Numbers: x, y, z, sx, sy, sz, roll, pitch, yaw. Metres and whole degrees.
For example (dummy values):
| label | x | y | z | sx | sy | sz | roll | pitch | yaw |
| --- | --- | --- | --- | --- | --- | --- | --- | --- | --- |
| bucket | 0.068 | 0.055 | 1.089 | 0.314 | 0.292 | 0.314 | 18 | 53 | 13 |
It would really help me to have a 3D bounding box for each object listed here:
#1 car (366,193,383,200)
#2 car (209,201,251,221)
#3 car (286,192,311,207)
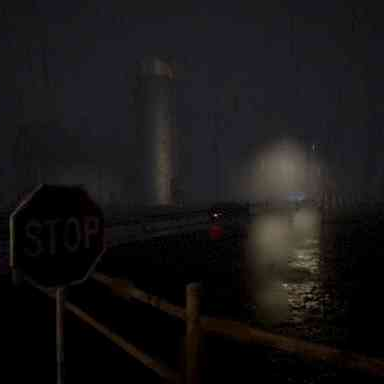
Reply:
| label | x | y | z | sx | sy | sz | roll | pitch | yaw |
| --- | --- | --- | --- | --- | --- | --- | --- | --- | --- |
| car | 41.414 | 1.092 | 76.179 | 2.033 | 1.411 | 5.357 | -2 | -1 | 42 |
| car | 3.180 | 1.492 | 27.253 | 1.837 | 1.490 | 4.892 | -2 | -1 | 35 |
| car | 15.899 | 1.109 | 49.413 | 2.150 | 2.045 | 5.566 | -2 | -1 | 37 |
